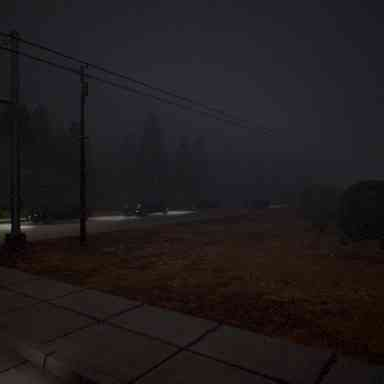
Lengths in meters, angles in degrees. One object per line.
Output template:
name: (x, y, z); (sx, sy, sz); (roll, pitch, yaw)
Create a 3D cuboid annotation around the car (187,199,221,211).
car: (1.490, 1.509, 39.995); (1.895, 1.301, 4.718); (0, 0, 37)

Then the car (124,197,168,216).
car: (-4.360, 1.312, 32.122); (2.097, 1.767, 4.553); (0, 0, 37)

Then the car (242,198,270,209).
car: (8.363, 1.465, 43.073); (1.895, 1.301, 4.718); (0, 0, 37)

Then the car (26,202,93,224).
car: (-9.766, 1.513, 24.833); (1.837, 1.490, 4.892); (0, 0, 37)
